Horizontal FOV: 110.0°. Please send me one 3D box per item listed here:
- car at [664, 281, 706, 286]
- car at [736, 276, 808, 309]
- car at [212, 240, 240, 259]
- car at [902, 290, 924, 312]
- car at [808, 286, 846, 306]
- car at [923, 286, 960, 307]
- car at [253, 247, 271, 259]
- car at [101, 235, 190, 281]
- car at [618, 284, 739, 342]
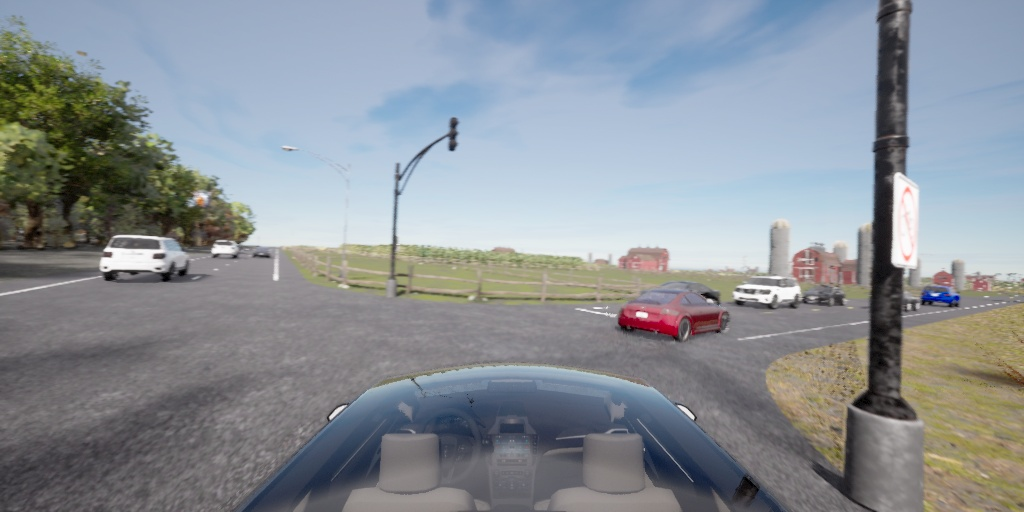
[{"bbox_3d":[8.605,2.012,18.308,5.008,1.535,1.882,4,-2,-33],"label":"car"},{"bbox_3d":[16.979,2.341,23.749,5.566,2.045,2.150,4,-2,-33],"label":"car"},{"bbox_3d":[-34.522,-0.786,43.366,2.150,2.045,5.566,3,-1,-33],"label":"car"},{"bbox_3d":[29.276,3.379,27.332,4.892,1.490,1.837,4,-2,-33],"label":"car"},{"bbox_3d":[25.477,3.218,29.263,4.892,1.490,1.837,4,-2,-33],"label":"car"},{"bbox_3d":[44.465,4.159,37.227,5.566,2.045,2.150,4,-2,-33],"label":"car"},{"bbox_3d":[-34.263,-0.401,49.146,1.994,1.385,4.181,3,0,-33],"label":"car"},{"bbox_3d":[-17.578,0.065,17.472,2.150,2.045,5.566,3,0,-33],"label":"car"},{"bbox_3d":[5.248,1.753,11.453,4.181,1.385,1.994,4,-2,-39],"label":"car"}]
